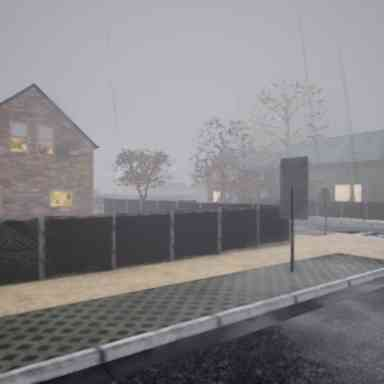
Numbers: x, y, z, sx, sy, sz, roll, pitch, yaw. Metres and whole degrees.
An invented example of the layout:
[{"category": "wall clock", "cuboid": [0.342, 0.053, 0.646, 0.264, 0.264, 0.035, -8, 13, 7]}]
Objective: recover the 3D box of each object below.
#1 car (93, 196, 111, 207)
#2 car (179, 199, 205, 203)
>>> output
[{"category": "car", "cuboid": [-11.580, 1.255, 43.934, 1.882, 1.535, 5.008, 1, -1, -37]}, {"category": "car", "cuboid": [0.143, 1.372, 28.429, 1.837, 1.490, 4.892, 1, 0, -37]}]
